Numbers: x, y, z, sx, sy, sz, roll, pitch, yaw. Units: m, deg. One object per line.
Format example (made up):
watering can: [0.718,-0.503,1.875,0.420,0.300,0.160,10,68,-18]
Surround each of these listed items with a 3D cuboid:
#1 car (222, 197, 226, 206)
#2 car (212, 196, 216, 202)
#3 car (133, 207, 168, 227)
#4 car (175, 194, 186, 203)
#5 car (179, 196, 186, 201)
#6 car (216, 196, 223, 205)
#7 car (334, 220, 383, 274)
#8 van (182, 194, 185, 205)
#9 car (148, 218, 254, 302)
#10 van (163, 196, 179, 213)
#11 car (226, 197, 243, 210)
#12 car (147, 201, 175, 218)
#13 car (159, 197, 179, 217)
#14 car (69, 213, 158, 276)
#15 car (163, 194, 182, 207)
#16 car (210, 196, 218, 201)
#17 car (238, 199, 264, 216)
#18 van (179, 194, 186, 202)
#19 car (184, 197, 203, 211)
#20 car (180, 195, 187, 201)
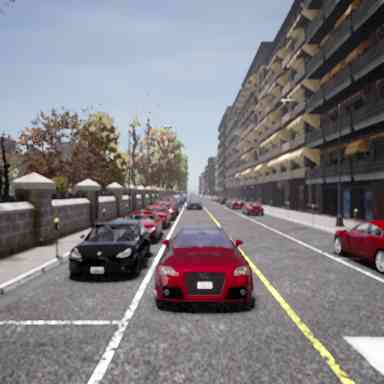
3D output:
car: [5.990,1.626,49.832,1.802,1.307,4.206,0,0,0]
car: [5.968,1.524,72.352,1.967,1.590,4.097,0,0,0]
car: [-2.356,1.582,16.044,1.802,1.307,4.206,0,0,0]
car: [-2.412,1.398,72.344,2.192,1.841,5.009,0,0,0]
car: [-2.430,1.705,89.234,1.802,1.307,4.206,0,0,0]
car: [5.979,1.628,61.093,1.947,1.339,4.313,0,0,0]
car: [6.030,1.546,10.421,1.887,1.381,4.507,0,0,0]
van: [-2.391,1.384,49.824,1.690,1.788,3.998,0,0,0]
car: [0.245,1.564,8.212,1.994,1.385,4.181,0,0,0]
van: [-2.379,1.368,38.562,1.690,1.788,3.998,0,0,0]
car: [5.996,1.476,44.201,1.967,1.590,4.097,0,0,0]
car: [-2.362,1.547,21.672,1.887,1.381,4.507,0,0,0]
car: [-2.367,1.450,27.301,1.967,1.590,4.097,0,0,0]
car: [-2.350,1.566,10.414,1.947,1.339,4.313,0,0,0]
car: [-2.374,1.333,32.932,2.192,1.841,5.009,0,0,0]
car: [5.951,1.706,89.243,1.802,1.307,4.206,0,0,0]
car: [6.007,1.601,32.939,1.802,1.307,4.206,0,0,0]
van: [-2.424,1.450,83.604,1.690,1.788,3.998,0,0,0]
car: [0.308,1.595,41.431,1.994,1.385,4.181,0,0,0]
car: [-2.435,1.683,94.865,1.887,1.381,4.507,0,0,0]
